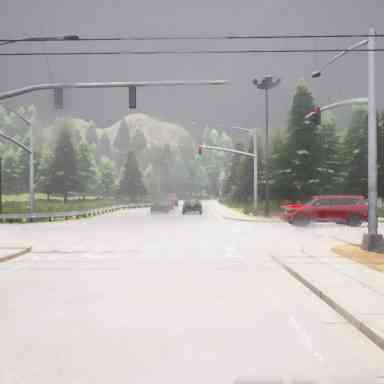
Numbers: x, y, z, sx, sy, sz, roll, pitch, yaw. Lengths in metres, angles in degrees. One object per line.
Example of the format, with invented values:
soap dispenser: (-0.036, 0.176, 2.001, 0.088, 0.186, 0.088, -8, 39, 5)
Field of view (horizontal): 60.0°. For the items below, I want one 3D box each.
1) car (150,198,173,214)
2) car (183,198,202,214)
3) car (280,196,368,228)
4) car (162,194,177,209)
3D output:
car: (-3.551, 1.717, 37.606, 1.895, 1.301, 4.718, 0, 0, 0)
car: (0.071, 1.448, 37.267, 2.097, 1.767, 4.553, 0, 0, 1)
car: (8.806, 1.262, 22.181, 5.566, 2.045, 2.150, 0, 0, 1)
car: (-3.528, 1.486, 44.729, 2.097, 1.767, 4.553, 0, 0, 0)
